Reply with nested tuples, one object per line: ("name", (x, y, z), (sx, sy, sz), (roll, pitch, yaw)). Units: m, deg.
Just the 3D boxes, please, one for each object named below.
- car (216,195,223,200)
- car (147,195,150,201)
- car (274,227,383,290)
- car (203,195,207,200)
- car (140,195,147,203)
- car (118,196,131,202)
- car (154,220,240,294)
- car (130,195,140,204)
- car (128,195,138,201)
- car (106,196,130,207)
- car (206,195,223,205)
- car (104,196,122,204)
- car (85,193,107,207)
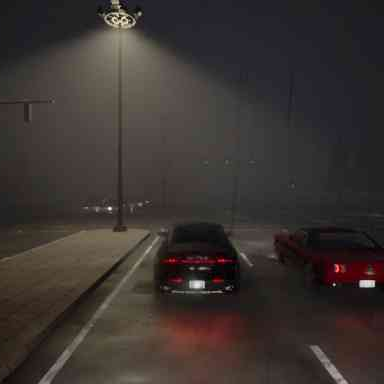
("car", (7.774, 1.492, 94.622), (1.994, 1.385, 4.181), (0, 0, 2))
("car", (-11.060, 1.501, 79.101), (1.994, 1.385, 4.181), (0, 0, 0))
("car", (3.625, 1.595, 9.053), (1.895, 1.301, 4.718), (0, 0, 0))
("car", (4.087, 1.468, 88.289), (1.812, 1.442, 4.674), (0, 0, 2))
("car", (-11.119, 1.551, 69.249), (1.895, 1.301, 4.718), (0, 0, 0))
("car", (-14.603, 1.507, 72.008), (1.994, 1.385, 4.181), (0, 0, 0))
("car", (0.121, 1.500, 8.753), (1.837, 1.490, 4.892), (0, 0, 1))
("car", (-11.239, 1.466, 60.276), (1.837, 1.490, 4.892), (0, 0, 1))
("car", (-14.530, 1.465, 82.213), (1.812, 1.442, 4.674), (0, 0, 1))
("car", (-11.313, 1.568, 51.266), (1.895, 1.301, 4.718), (0, 0, 0))
("car", (3.896, 1.441, 56.646), (1.882, 1.535, 5.008), (0, 0, 1))
("car", (-14.707, 1.508, 62.062), (2.033, 1.411, 5.357), (0, 0, 1))
("car", (-14.806, 1.188, 51.812), (2.150, 2.045, 5.566), (0, 0, 0))
